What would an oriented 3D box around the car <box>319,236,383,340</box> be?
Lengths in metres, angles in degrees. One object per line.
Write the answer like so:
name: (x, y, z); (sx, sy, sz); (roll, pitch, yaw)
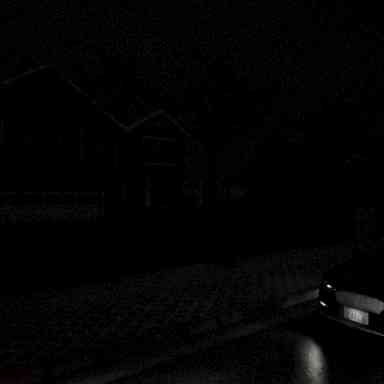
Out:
car: (4.344, 1.504, 6.163); (4.902, 1.511, 2.128); (0, 0, -35)
